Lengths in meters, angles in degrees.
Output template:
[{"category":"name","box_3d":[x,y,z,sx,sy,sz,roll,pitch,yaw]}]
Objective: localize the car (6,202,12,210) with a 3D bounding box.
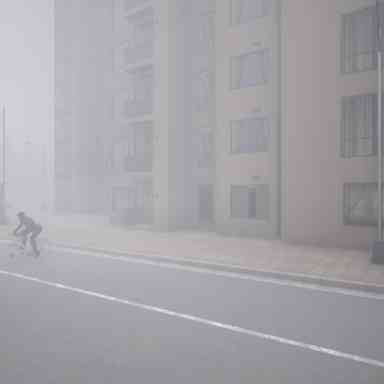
[{"category":"car","box_3d":[-22.960,1.434,37.606,2.128,1.511,4.902,0,0,34]}]

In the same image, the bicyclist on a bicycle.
[{"category":"bicyclist on a bicycle","box_3d":[-5.258,1.442,10.578,0.582,1.620,1.656,0,2,33]}]
